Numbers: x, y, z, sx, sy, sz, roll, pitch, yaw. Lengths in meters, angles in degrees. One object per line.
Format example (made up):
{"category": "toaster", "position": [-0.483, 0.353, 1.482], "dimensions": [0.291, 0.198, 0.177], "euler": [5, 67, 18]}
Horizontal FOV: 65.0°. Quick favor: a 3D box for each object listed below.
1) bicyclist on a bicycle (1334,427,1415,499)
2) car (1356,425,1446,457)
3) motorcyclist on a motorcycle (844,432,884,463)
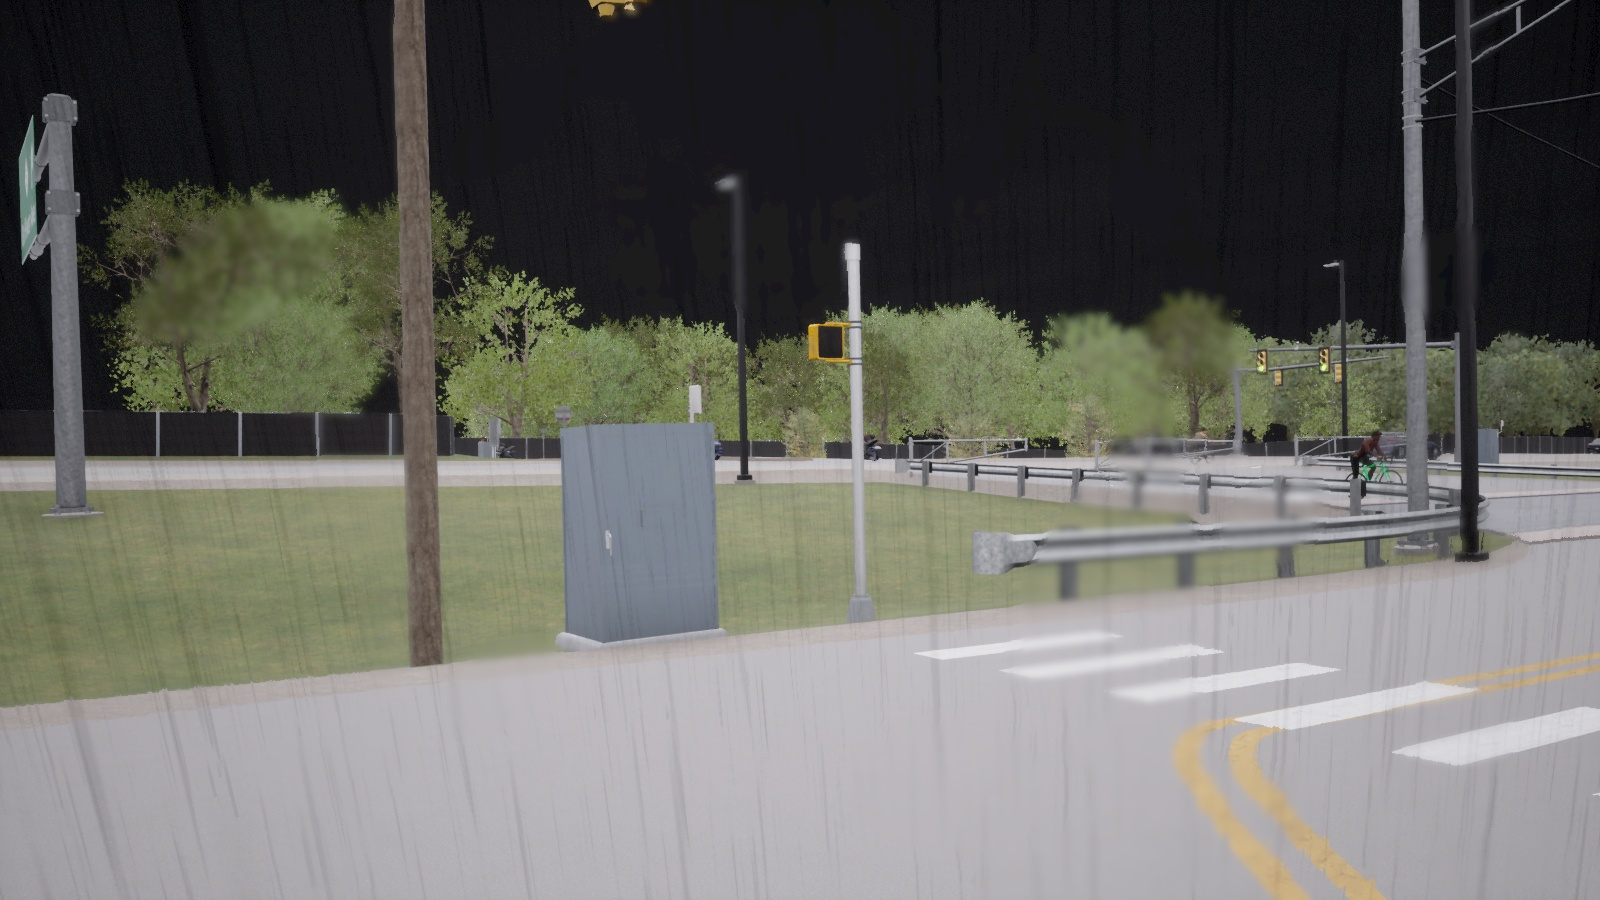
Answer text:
{"category": "bicyclist on a bicycle", "position": [13.443, 0.322, 29.412], "dimensions": [0.582, 1.620, 1.656], "euler": [-1, -2, -27]}
{"category": "car", "position": [32.481, -0.468, 67.868], "dimensions": [5.027, 1.651, 2.152], "euler": [0, 0, -34]}
{"category": "motorcyclist on a motorcycle", "position": [3.267, -0.113, 64.383], "dimensions": [0.866, 1.530, 2.191], "euler": [0, 0, -35]}
